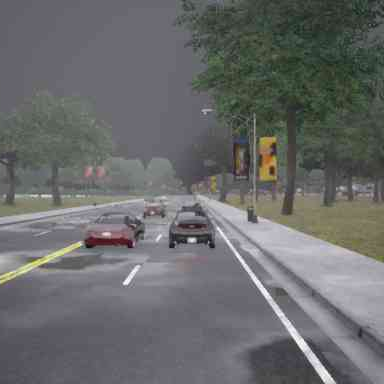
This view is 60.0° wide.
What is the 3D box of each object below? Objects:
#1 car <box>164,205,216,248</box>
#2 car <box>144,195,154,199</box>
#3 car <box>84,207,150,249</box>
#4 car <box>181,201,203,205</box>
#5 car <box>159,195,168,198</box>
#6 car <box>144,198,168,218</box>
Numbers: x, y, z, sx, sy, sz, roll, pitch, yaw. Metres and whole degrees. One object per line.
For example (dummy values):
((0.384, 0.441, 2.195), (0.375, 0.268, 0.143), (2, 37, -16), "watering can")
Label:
((0.000, 1.519, 14.650), (1.837, 1.490, 4.892), (0, 0, 0), "car")
((-9.750, 1.500, 75.927), (1.837, 1.490, 4.892), (0, 0, 0), "car")
((-3.250, 1.575, 14.651), (1.994, 1.385, 4.181), (0, 0, 0), "car")
((0.000, 1.493, 29.650), (1.882, 1.535, 5.008), (0, 0, 0), "car")
((-6.500, 1.525, 75.927), (1.812, 1.442, 4.674), (0, 0, 0), "car")
((-3.250, 1.542, 29.651), (1.812, 1.442, 4.674), (0, 0, 0), "car")
